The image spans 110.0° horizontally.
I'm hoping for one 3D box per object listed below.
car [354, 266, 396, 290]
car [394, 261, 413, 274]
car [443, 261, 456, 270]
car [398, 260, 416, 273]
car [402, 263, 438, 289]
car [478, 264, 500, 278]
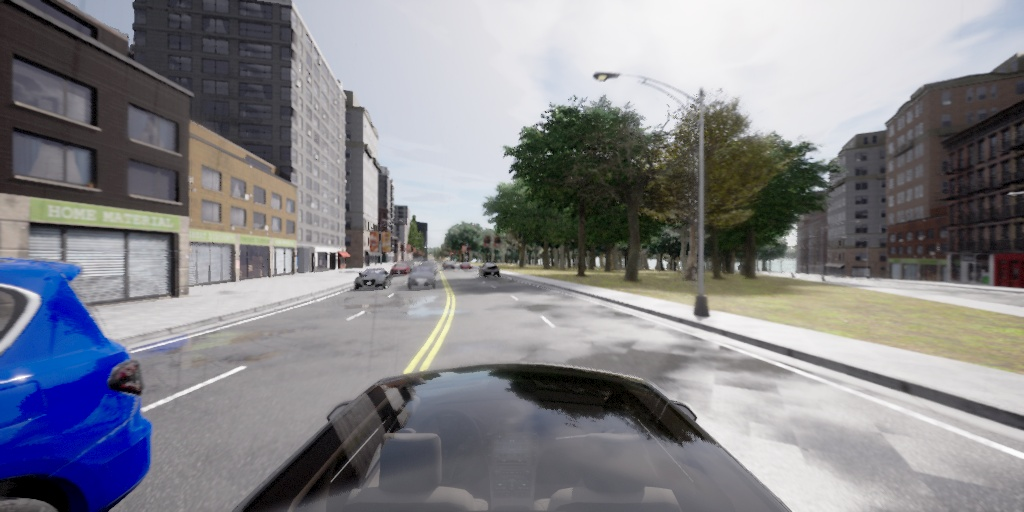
[{"bbox_3d":[-9.486,1.549,24.736,1.994,1.385,4.181,0,0,-12],"label":"car"},{"bbox_3d":[-13.438,1.597,43.441,1.882,1.535,5.008,0,-1,-12],"label":"car"},{"bbox_3d":[-11.170,1.790,64.172,1.812,1.442,4.674,0,0,-12],"label":"car"},{"bbox_3d":[-15.538,1.544,53.273,2.097,1.767,4.553,0,-1,-12],"label":"car"},{"bbox_3d":[-6.289,1.479,25.339,2.128,1.511,4.902,0,0,-12],"label":"car"},{"bbox_3d":[-2.544,1.594,39.856,1.837,1.490,4.892,0,0,-12],"label":"car"}]
